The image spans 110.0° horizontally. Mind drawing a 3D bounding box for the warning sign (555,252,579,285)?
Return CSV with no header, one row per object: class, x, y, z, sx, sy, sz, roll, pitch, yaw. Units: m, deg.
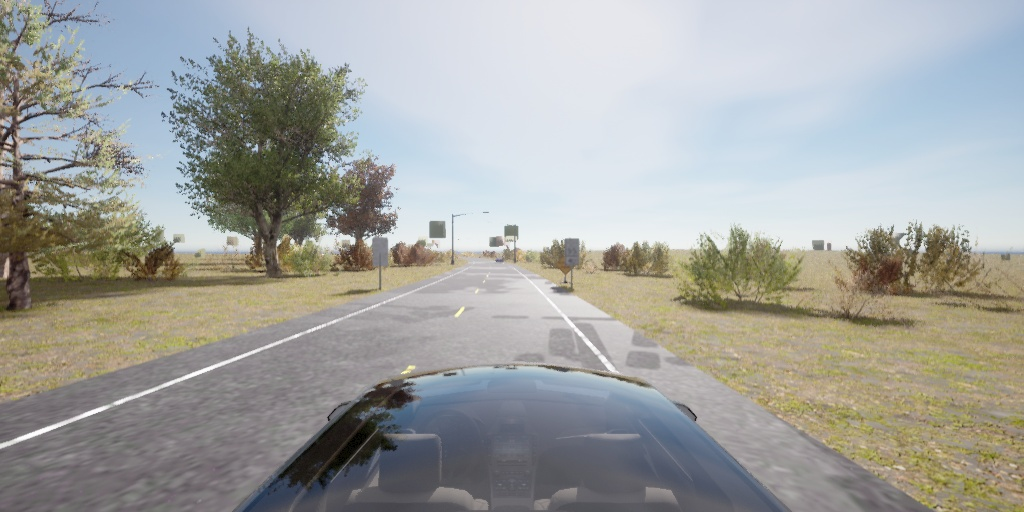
warning sign,3.317,0.822,22.305,1.300,1.860,1.060,0,0,-1
